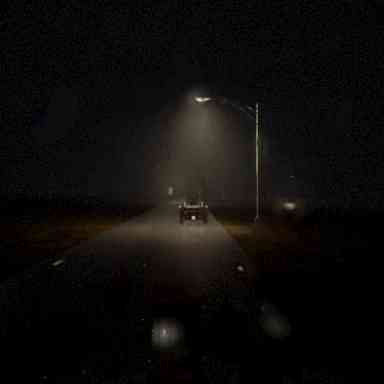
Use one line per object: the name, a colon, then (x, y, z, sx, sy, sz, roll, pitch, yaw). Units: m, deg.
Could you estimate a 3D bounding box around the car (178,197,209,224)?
car: (0.099, 1.364, 23.672, 1.837, 1.490, 4.892, 0, 0, 0)
